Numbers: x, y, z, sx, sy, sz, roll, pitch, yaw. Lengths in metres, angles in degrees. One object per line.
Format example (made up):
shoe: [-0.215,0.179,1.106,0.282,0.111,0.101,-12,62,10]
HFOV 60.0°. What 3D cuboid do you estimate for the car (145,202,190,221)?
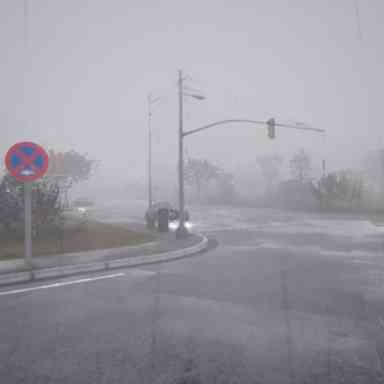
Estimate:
car: [-1.882,1.459,24.826,1.994,1.385,4.181,-1,0,-32]

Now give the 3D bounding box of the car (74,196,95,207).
car: [-14.719,1.312,45.280,1.994,1.385,4.181,-1,1,-32]
